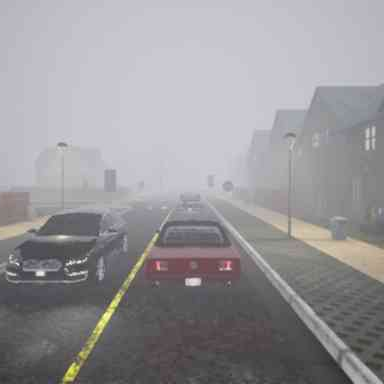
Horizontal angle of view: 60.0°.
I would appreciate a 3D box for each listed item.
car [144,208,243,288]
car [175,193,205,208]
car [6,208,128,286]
[{"bbox_3d":[0.009,1.339,8.468,1.895,1.301,4.718,0,2,0],"label":"car"},{"bbox_3d":[-0.116,0.797,22.694,2.128,1.511,4.902,0,2,0],"label":"car"},{"bbox_3d":[-2.918,1.234,8.787,1.837,1.490,4.892,0,2,0],"label":"car"}]
